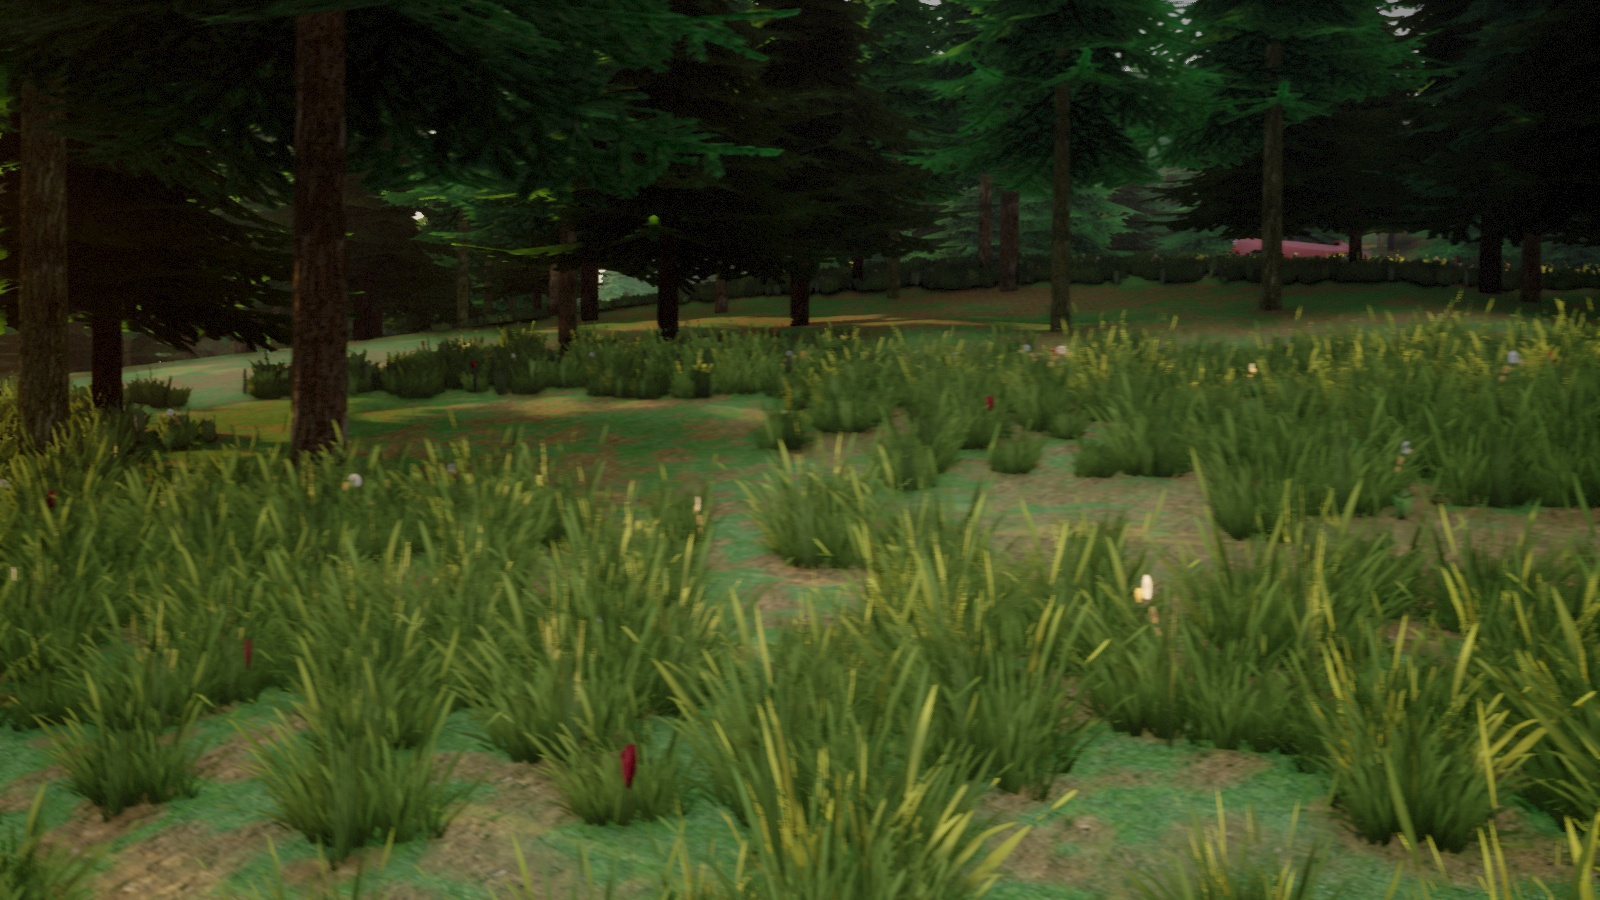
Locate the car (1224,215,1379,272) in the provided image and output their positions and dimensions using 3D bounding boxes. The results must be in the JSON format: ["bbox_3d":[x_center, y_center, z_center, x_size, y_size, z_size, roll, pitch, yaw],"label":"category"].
[{"bbox_3d":[16.741,-6.921,42.178,4.514,1.525,2.007,4,2,13],"label":"car"}]
